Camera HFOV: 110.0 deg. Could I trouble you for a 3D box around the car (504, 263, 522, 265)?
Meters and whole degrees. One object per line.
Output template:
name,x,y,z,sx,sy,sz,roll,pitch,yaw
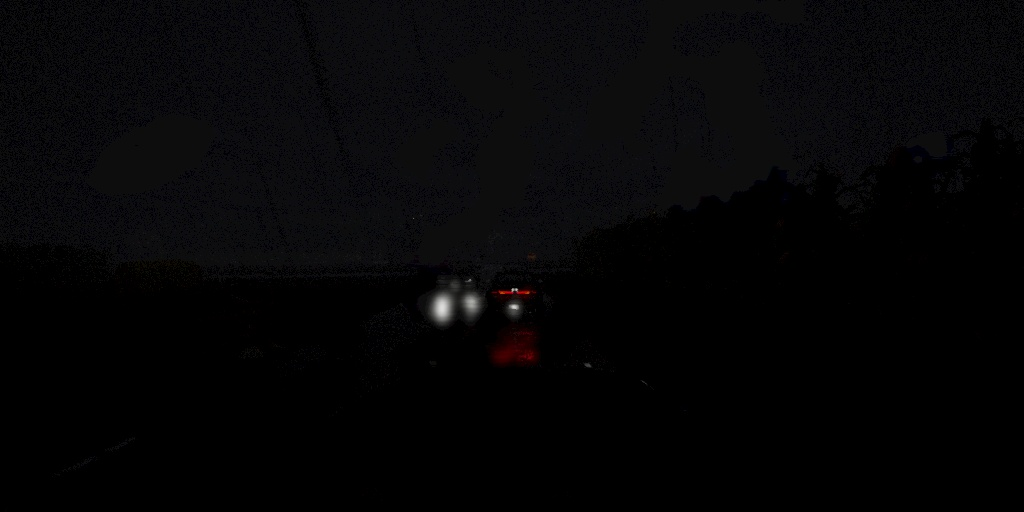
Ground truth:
car,0.095,1.238,27.292,1.882,1.535,5.008,0,0,0

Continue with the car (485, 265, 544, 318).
car,0.096,1.246,12.957,1.837,1.490,4.892,0,0,0

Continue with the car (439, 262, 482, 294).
car,-2.837,1.253,20.298,1.837,1.490,4.892,0,0,0
